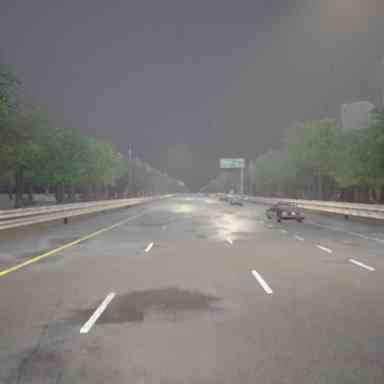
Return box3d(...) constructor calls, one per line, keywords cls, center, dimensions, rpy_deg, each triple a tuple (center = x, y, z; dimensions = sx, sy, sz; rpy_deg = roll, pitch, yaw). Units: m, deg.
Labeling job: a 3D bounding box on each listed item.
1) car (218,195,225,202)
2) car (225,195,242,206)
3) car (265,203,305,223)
box3d(cls="car", center=(7.319, 1.399, 78.123), dimensions=(2.097, 1.767, 4.553), rpy_deg=(0, 0, 0))
box3d(cls="car", center=(7.155, 1.589, 55.145), dimensions=(2.033, 1.411, 5.357), rpy_deg=(0, 0, 0))
box3d(cls="car", center=(7.030, 1.567, 25.552), dimensions=(2.033, 1.411, 5.357), rpy_deg=(0, 0, 0))
